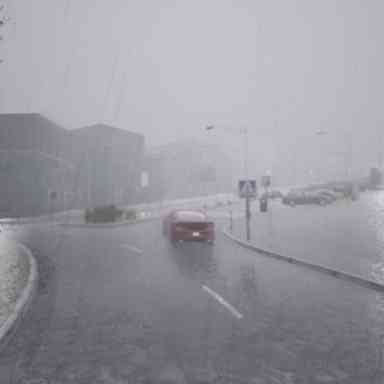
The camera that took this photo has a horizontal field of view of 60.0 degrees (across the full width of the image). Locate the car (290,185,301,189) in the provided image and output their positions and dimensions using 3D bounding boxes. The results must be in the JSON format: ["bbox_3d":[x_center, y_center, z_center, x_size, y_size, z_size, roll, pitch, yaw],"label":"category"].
[{"bbox_3d":[14.868,0.202,47.347,1.994,1.385,4.181,-2,2,34],"label":"car"}]

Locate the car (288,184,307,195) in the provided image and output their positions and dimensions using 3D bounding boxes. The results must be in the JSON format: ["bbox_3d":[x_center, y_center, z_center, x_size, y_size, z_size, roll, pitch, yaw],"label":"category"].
[{"bbox_3d":[18.822,-0.461,59.085,1.882,1.535,5.008,-2,2,34],"label":"car"}]

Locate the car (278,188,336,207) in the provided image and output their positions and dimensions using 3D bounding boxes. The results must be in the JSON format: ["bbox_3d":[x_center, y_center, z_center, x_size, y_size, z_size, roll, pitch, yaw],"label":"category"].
[{"bbox_3d":[11.631,0.704,33.935,4.892,1.521,2.231,-2,2,15],"label":"car"}]

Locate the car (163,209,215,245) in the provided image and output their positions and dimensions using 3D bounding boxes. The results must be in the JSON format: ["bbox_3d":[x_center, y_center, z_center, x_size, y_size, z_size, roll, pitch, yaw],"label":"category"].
[{"bbox_3d":[-0.269,1.534,15.918,1.882,1.535,5.008,1,0,-10],"label":"car"}]

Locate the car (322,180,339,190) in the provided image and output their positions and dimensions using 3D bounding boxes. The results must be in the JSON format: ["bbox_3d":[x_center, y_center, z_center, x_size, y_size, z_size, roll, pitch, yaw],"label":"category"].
[{"bbox_3d":[27.606,-1.476,66.208,2.097,1.767,4.553,-2,2,34],"label":"car"}]

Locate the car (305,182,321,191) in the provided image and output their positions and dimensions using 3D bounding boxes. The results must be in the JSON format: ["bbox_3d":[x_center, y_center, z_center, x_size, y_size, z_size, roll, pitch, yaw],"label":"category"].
[{"bbox_3d":[24.717,-1.214,67.730,1.837,1.490,4.892,-2,2,34],"label":"car"}]

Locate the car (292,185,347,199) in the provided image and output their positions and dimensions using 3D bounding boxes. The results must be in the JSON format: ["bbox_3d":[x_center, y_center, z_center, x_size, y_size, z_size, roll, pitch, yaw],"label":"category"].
[{"bbox_3d":[14.885,0.354,38.995,5.366,1.575,1.946,-2,2,15],"label":"car"}]

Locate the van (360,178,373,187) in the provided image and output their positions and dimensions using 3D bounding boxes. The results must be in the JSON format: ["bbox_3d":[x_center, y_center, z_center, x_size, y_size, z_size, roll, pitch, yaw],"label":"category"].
[{"bbox_3d":[28.883,-1.295,59.007,4.442,1.987,1.878,-2,2,15],"label":"van"}]

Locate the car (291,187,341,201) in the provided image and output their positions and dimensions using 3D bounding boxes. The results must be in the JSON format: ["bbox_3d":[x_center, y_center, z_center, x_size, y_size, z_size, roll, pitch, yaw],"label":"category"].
[{"bbox_3d":[13.354,0.566,36.439,4.674,1.452,2.002,-2,2,15],"label":"car"}]

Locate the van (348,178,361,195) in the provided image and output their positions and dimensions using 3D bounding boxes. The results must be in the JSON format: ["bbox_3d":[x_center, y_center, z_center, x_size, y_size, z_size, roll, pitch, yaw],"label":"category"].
[{"bbox_3d":[21.797,-0.578,49.011,4.442,1.987,1.878,-2,2,15],"label":"van"}]

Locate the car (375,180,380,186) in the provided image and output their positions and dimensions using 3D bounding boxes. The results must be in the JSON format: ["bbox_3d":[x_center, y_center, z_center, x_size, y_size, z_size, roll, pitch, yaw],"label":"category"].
[{"bbox_3d":[35.673,-1.743,69.085,4.792,1.488,2.163,-2,2,14],"label":"car"}]

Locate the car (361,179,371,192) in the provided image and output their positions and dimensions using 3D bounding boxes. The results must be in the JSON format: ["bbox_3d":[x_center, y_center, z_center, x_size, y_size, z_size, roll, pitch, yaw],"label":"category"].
[{"bbox_3d":[27.061,-0.887,56.530,4.892,1.521,2.231,-2,2,15],"label":"car"}]

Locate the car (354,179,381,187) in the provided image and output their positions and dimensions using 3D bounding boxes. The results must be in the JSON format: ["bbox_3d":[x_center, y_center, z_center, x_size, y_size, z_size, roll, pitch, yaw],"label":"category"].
[{"bbox_3d":[39.052,-2.120,74.133,4.892,1.521,2.231,-2,2,14],"label":"car"}]

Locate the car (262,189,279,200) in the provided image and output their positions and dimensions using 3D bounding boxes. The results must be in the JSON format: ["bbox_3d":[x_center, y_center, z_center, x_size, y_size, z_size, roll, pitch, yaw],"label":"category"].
[{"bbox_3d":[11.638,0.333,48.389,1.812,1.442,4.674,-2,2,34],"label":"car"}]

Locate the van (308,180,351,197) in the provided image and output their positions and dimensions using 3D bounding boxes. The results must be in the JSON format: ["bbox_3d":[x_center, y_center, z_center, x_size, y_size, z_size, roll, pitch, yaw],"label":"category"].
[{"bbox_3d":[16.882,-0.057,41.426,4.442,1.987,1.878,-2,2,15],"label":"van"}]

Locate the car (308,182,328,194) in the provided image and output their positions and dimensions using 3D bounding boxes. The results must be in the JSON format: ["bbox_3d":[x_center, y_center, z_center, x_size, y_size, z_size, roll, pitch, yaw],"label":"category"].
[{"bbox_3d":[21.945,-0.746,57.908,2.097,1.767,4.553,-2,2,34],"label":"car"}]
